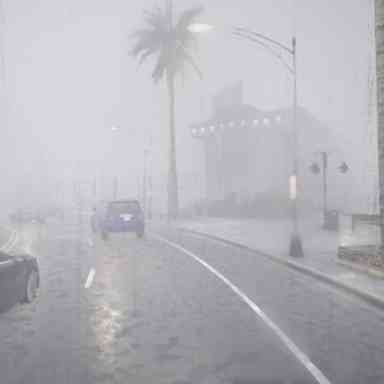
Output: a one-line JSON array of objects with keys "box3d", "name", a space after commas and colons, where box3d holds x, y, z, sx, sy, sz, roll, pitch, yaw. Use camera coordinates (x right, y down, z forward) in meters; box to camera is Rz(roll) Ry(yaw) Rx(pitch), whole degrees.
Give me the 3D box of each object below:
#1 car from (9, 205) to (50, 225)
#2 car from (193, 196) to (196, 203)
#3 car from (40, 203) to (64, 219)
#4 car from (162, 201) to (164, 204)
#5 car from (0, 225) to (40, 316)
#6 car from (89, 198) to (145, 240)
[{"box3d": [-13.332, 1.931, 26.811, 1.895, 1.301, 4.718, 0, -1, -39], "name": "car"}, {"box3d": [1.347, 1.933, 59.605, 4.674, 1.452, 2.002, -1, -1, 35], "name": "car"}, {"box3d": [-14.385, 1.897, 33.063, 1.837, 1.490, 4.892, 1, -1, -45], "name": "car"}, {"box3d": [-8.737, 2.292, 74.761, 4.718, 1.301, 1.895, -1, -1, 35], "name": "car"}, {"box3d": [-4.073, 1.569, 5.421, 2.128, 1.511, 4.902, 0, -1, -7], "name": "car"}, {"box3d": [-4.278, 1.418, 18.709, 2.150, 2.045, 5.566, 0, 0, -24], "name": "car"}]
